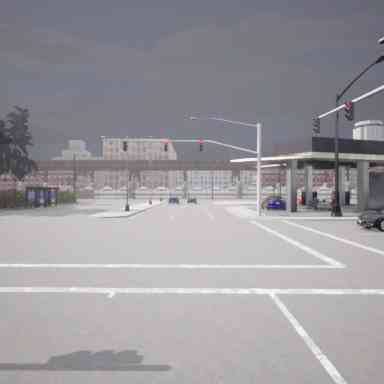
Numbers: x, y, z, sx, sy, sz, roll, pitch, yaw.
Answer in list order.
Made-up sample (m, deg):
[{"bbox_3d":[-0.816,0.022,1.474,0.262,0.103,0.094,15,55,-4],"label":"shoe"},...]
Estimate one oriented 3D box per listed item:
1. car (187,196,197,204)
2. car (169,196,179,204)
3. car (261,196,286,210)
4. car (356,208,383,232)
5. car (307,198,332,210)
[{"bbox_3d":[0.010,1.547,64.423,2.033,1.411,5.357,0,0,0],"label":"car"},{"bbox_3d":[-3.490,1.478,64.424,1.882,1.535,5.008,0,0,0],"label":"car"},{"bbox_3d":[9.716,1.295,39.746,2.242,1.667,4.611,0,0,0],"label":"car"},{"bbox_3d":[12.294,1.505,19.583,4.892,1.490,1.837,0,0,-1],"label":"car"},{"bbox_3d":[15.461,1.456,40.508,1.970,1.475,3.806,0,0,0],"label":"car"}]
